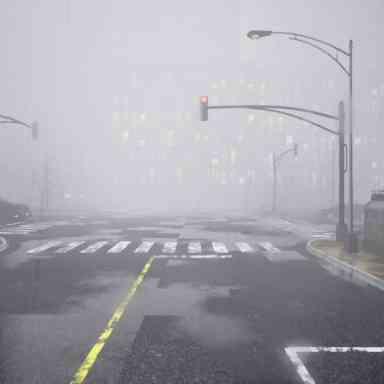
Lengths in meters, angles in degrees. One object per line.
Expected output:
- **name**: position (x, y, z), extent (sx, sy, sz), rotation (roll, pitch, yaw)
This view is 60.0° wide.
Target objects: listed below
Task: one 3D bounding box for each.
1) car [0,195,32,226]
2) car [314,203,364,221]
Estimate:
- **car**: position (-13.599, 1.066, 21.881), extent (5.566, 2.045, 2.150), rotation (1, 0, -1)
- **car**: position (13.162, 1.694, 29.036), extent (4.892, 1.490, 1.837), rotation (1, 0, -1)
